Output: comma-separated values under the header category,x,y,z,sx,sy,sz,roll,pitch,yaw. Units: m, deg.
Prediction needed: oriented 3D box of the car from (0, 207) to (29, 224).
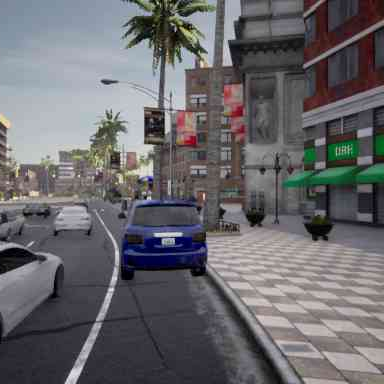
category,x,y,z,sx,sy,sz,roll,pitch,yaw
car,-9.213,1.593,15.515,1.895,1.301,4.718,0,0,-16

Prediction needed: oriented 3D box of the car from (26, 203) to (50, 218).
category,x,y,z,sx,sy,sz,roll,pitch,yaw
car,-13.696,1.589,29.570,1.895,1.301,4.718,0,0,-18

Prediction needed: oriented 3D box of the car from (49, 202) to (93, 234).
category,x,y,z,sx,sy,sz,roll,pitch,yaw
car,-6.584,1.520,18.632,1.812,1.442,4.674,0,0,-16

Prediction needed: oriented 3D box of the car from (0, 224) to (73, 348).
category,x,y,z,sx,sy,sz,roll,pitch,yaw
car,-3.567,1.523,5.432,1.812,1.442,4.674,0,0,-5

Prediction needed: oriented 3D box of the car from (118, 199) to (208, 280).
category,x,y,z,sx,sy,sz,roll,pitch,yaw
car,-1.055,1.218,10.220,2.150,2.045,5.566,0,0,-11

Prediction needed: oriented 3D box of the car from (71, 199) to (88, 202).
category,x,y,z,sx,sy,sz,roll,pitch,yaw
car,-13.341,1.513,39.414,1.812,1.442,4.674,0,0,-18
